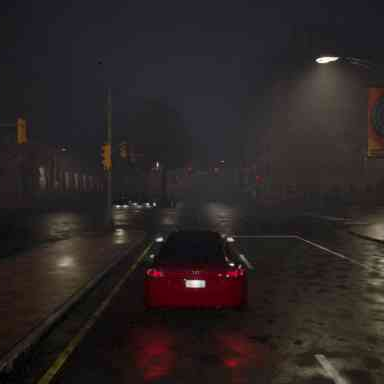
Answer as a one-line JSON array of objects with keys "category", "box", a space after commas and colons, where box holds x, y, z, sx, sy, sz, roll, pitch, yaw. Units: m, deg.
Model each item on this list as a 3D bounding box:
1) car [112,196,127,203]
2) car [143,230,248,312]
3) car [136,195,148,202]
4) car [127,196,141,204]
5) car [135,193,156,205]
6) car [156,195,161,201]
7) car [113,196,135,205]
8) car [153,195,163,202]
[{"category": "car", "box": [-14.776, 1.595, 67.893, 1.895, 1.301, 4.718, 0, 0, 0]}, {"category": "car", "box": [0.072, 1.564, 7.787, 1.994, 1.385, 4.181, 0, 0, 0]}, {"category": "car", "box": [-11.531, 1.478, 76.649, 1.882, 1.535, 5.008, 0, 0, 0]}, {"category": "car", "box": [-11.553, 1.564, 66.231, 1.994, 1.385, 4.181, 0, 0, 0]}, {"category": "car", "box": [-8.103, 1.221, 58.651, 2.150, 2.045, 5.566, 0, 0, 0]}, {"category": "car", "box": [-8.032, 1.601, 68.450, 1.895, 1.301, 4.718, 0, 0, 0]}, {"category": "car", "box": [-11.605, 1.564, 56.937, 1.994, 1.385, 4.181, 0, 0, 0]}, {"category": "car", "box": [-8.031, 1.500, 78.654, 1.837, 1.490, 4.892, 0, 0, 0]}]
